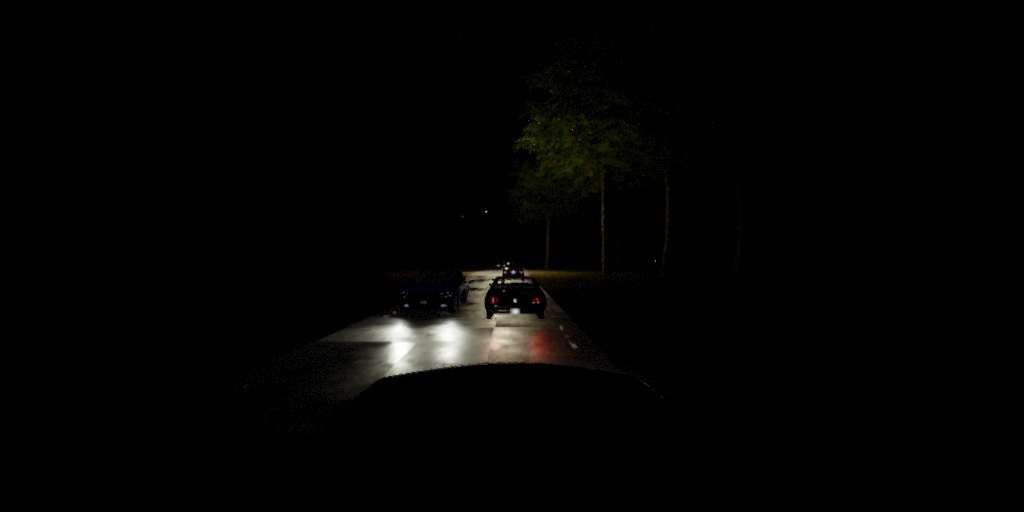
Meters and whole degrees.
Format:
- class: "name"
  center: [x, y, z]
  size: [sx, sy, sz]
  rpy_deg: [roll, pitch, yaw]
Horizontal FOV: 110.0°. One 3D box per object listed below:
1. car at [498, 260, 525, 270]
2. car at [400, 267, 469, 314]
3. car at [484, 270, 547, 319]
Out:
- class: "car"
  center: [0.102, 1.311, 30.491]
  size: [2.033, 1.411, 5.357]
  rpy_deg: [0, 0, 0]
- class: "car"
  center: [-2.847, 1.224, 14.027]
  size: [1.882, 1.535, 5.008]
  rpy_deg: [0, 0, 0]
- class: "car"
  center: [0.100, 1.347, 12.798]
  size: [1.895, 1.301, 4.718]
  rpy_deg: [0, 0, 0]
